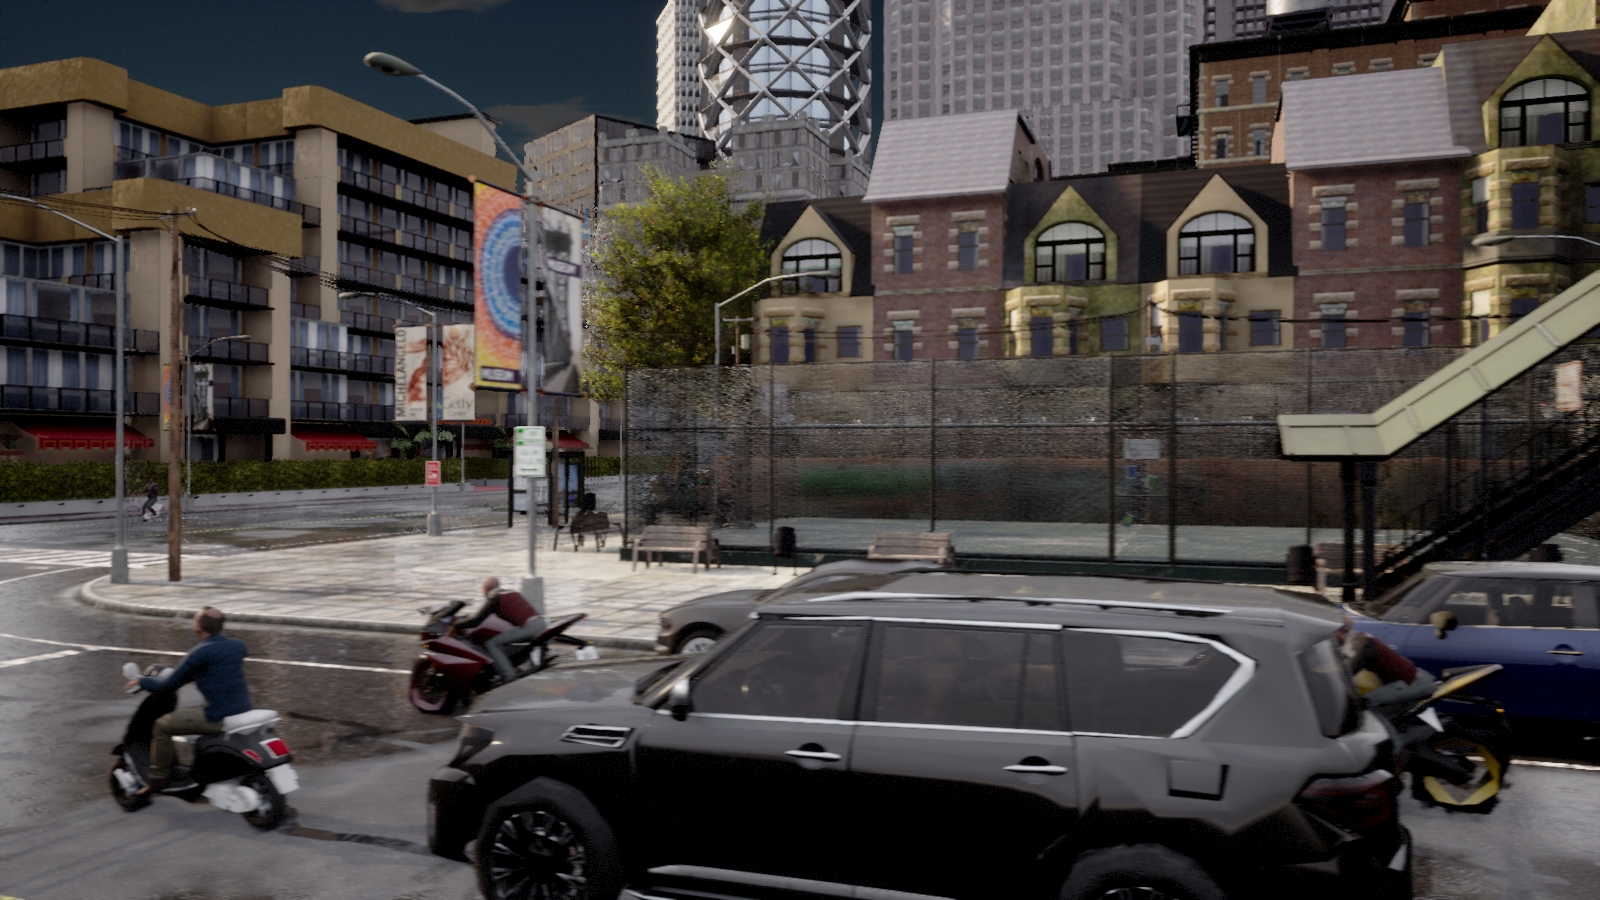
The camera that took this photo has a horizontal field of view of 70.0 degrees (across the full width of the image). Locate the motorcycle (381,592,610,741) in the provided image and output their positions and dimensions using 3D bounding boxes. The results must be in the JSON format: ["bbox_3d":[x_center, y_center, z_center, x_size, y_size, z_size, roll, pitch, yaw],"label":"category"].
[{"bbox_3d":[-3.168,2.205,11.903,2.209,1.251,0.867,0,0,20],"label":"motorcycle"}]

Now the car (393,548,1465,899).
[{"bbox_3d":[0.577,1.780,6.817,5.566,2.045,2.150,0,0,20],"label":"car"}]

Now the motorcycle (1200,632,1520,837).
[{"bbox_3d":[4.383,2.205,9.152,2.209,1.251,0.867,0,0,20],"label":"motorcycle"}]

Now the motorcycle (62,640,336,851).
[{"bbox_3d":[-4.556,2.182,8.683,1.805,1.236,0.856,0,0,20],"label":"motorcycle"}]

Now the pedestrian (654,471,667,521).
[{"bbox_3d":[-5.172,1.697,42.334,0.375,1.860,0.375,0,0,8],"label":"pedestrian"}]
